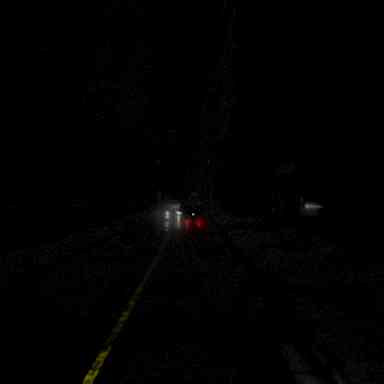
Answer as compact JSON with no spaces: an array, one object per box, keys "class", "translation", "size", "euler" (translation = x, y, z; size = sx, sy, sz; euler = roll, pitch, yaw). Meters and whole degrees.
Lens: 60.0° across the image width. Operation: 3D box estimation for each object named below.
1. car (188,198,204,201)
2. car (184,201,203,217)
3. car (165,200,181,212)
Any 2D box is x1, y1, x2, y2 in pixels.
[{"class":"car","translation":[0.132,1.825,44.325],"size":[2.128,1.511,4.902],"euler":[0,0,0]},{"class":"car","translation":[0.125,1.845,33.782],"size":[1.895,1.301,4.718],"euler":[0,0,0]},{"class":"car","translation":[-2.521,1.863,44.932],"size":[1.812,1.442,4.674],"euler":[0,-1,0]}]
